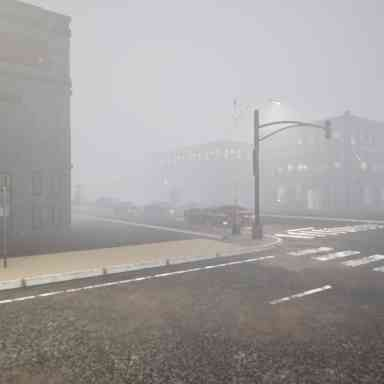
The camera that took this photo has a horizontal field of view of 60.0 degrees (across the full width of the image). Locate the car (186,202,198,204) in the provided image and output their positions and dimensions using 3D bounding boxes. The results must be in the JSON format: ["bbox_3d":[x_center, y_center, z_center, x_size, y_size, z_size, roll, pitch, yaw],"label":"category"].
[{"bbox_3d":[-0.111,1.902,41.079,1.802,1.307,4.206,-2,0,-36],"label":"car"}]

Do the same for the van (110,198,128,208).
[{"bbox_3d":[-12.978,1.905,59.100,1.690,1.788,3.998,-1,0,-36],"label":"van"}]

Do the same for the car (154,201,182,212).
[{"bbox_3d":[-3.325,1.964,45.584,1.802,1.307,4.206,-2,0,-36],"label":"car"}]

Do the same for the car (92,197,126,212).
[{"bbox_3d":[-12.003,1.736,47.809,2.150,2.045,5.566,-1,0,-37],"label":"car"}]

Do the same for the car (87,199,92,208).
[{"bbox_3d":[-19.219,2.158,63.412,2.128,1.511,4.902,-1,0,-36],"label":"car"}]

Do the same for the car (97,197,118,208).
[{"bbox_3d":[-16.194,1.938,63.605,2.192,1.841,5.009,-1,0,-36],"label":"car"}]

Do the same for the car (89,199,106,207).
[{"bbox_3d":[-19.404,2.226,68.111,1.887,1.381,4.507,-1,0,-36],"label":"car"}]

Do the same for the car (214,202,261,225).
[{"bbox_3d":[3.338,1.744,26.303,1.812,1.442,4.674,-1,0,-35],"label":"car"}]

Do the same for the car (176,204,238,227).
[{"bbox_3d":[1.031,1.813,24.843,1.947,1.339,4.313,-2,0,-36],"label":"car"}]

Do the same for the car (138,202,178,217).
[{"bbox_3d":[-3.431,1.844,35.778,2.128,1.511,4.902,-1,0,-36],"label":"car"}]

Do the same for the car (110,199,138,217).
[{"bbox_3d":[-6.934,1.845,36.209,1.967,1.590,4.097,-1,0,-36],"label":"car"}]
